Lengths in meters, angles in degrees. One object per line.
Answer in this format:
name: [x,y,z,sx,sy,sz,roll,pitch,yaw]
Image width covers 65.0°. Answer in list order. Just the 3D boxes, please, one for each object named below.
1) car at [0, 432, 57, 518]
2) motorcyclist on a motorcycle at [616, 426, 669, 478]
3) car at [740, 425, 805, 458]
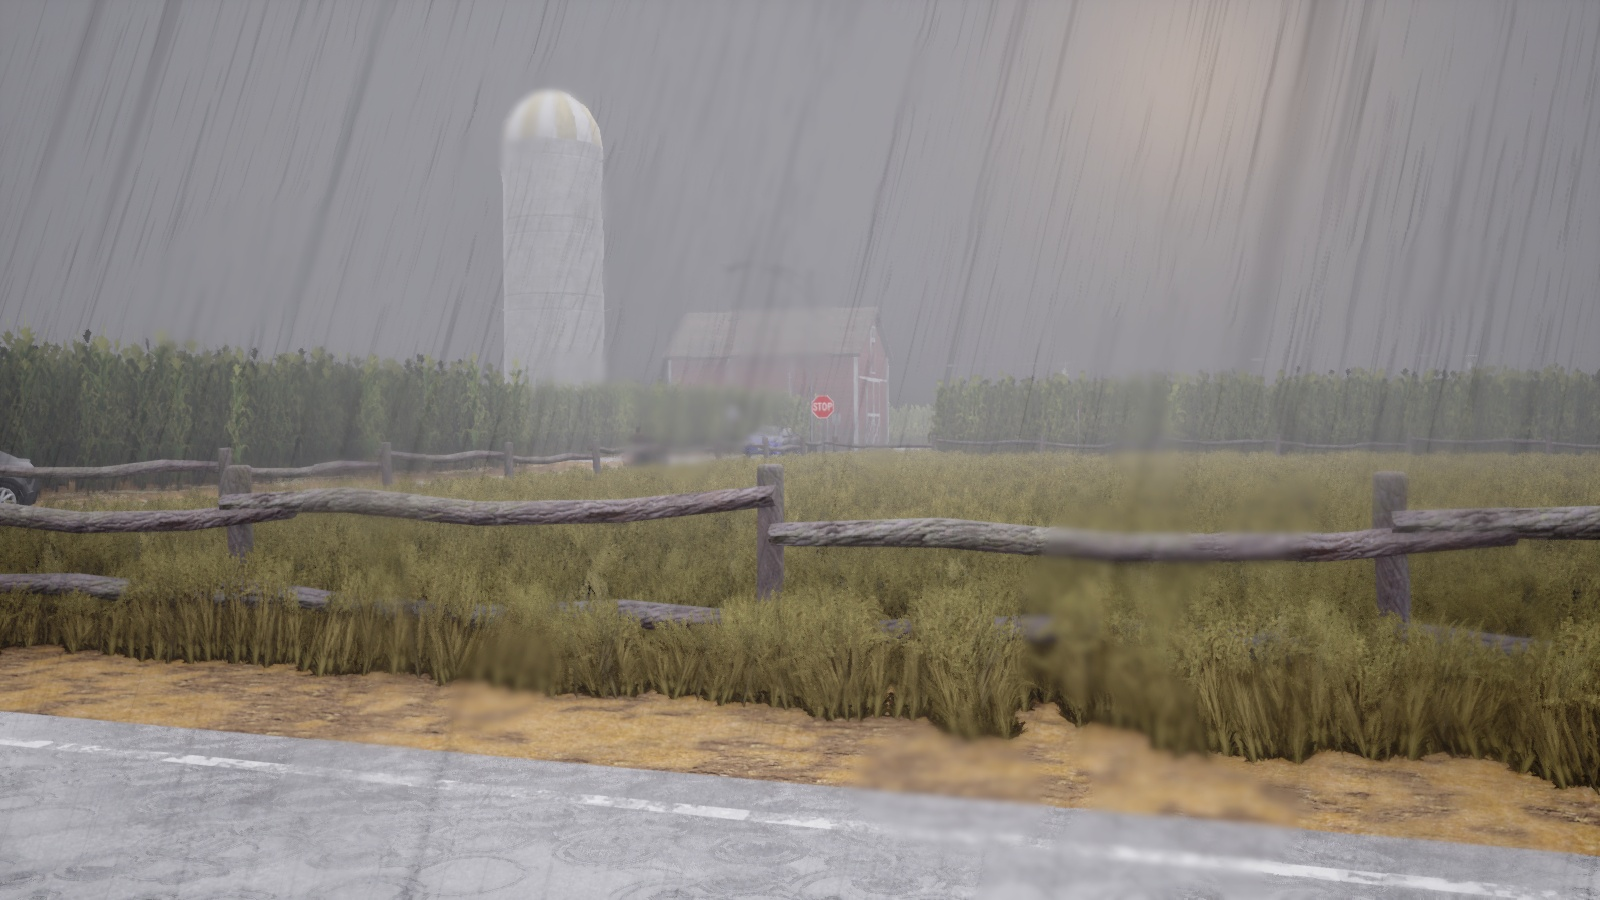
car: [-15.187,0.441,20.839,1.837,1.490,4.892,1,1,19]
motorcyclist on a motorcycle: [-5.101,0.033,40.960,0.766,1.649,2.350,1,1,19]
car: [-1.311,-0.442,61.340,2.007,1.525,4.514,0,1,15]
